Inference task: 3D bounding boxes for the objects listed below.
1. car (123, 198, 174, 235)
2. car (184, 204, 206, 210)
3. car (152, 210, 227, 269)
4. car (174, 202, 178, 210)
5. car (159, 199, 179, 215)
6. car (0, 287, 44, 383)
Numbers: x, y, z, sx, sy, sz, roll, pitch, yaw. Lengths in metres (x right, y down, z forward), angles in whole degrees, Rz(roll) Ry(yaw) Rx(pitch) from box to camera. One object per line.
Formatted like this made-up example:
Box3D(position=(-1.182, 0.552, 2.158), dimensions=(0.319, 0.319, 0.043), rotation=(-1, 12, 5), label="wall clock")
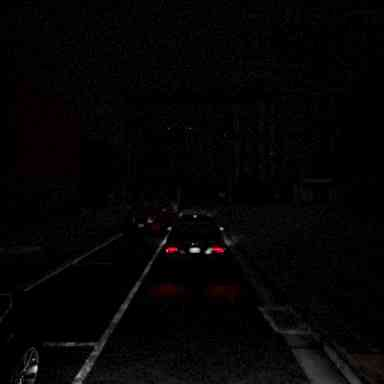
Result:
Box3D(position=(-2.481, 1.337, 18.893), dimensions=(2.192, 1.841, 5.009), rotation=(1, 0, 0), label="car")
Box3D(position=(0.260, 1.637, 28.154), dimensions=(1.895, 1.301, 4.718), rotation=(0, 0, 1), label="car")
Box3D(position=(0.115, 1.559, 11.144), dimensions=(2.033, 1.411, 5.357), rotation=(0, 0, 1), label="car")
Box3D(position=(-2.440, 1.345, 24.424), dimensions=(2.192, 1.841, 5.009), rotation=(1, 0, 0), label="car")
Box3D(position=(-2.364, 1.574, 35.319), dimensions=(1.752, 1.417, 4.829), rotation=(1, 0, 0), label="car")
Box3D(position=(-2.610, 1.568, 2.295), dimensions=(1.947, 1.339, 4.313), rotation=(1, 0, 0), label="car")
